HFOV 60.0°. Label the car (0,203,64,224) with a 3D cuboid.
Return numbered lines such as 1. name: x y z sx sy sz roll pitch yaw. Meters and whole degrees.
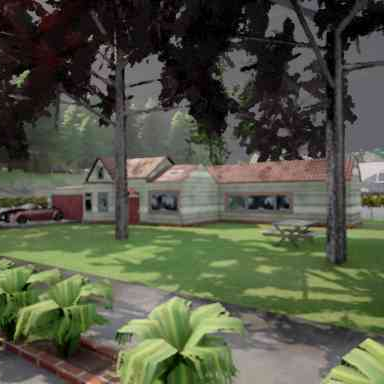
1. car: -11.340 1.513 23.740 1.994 1.381 4.181 -1 0 36
